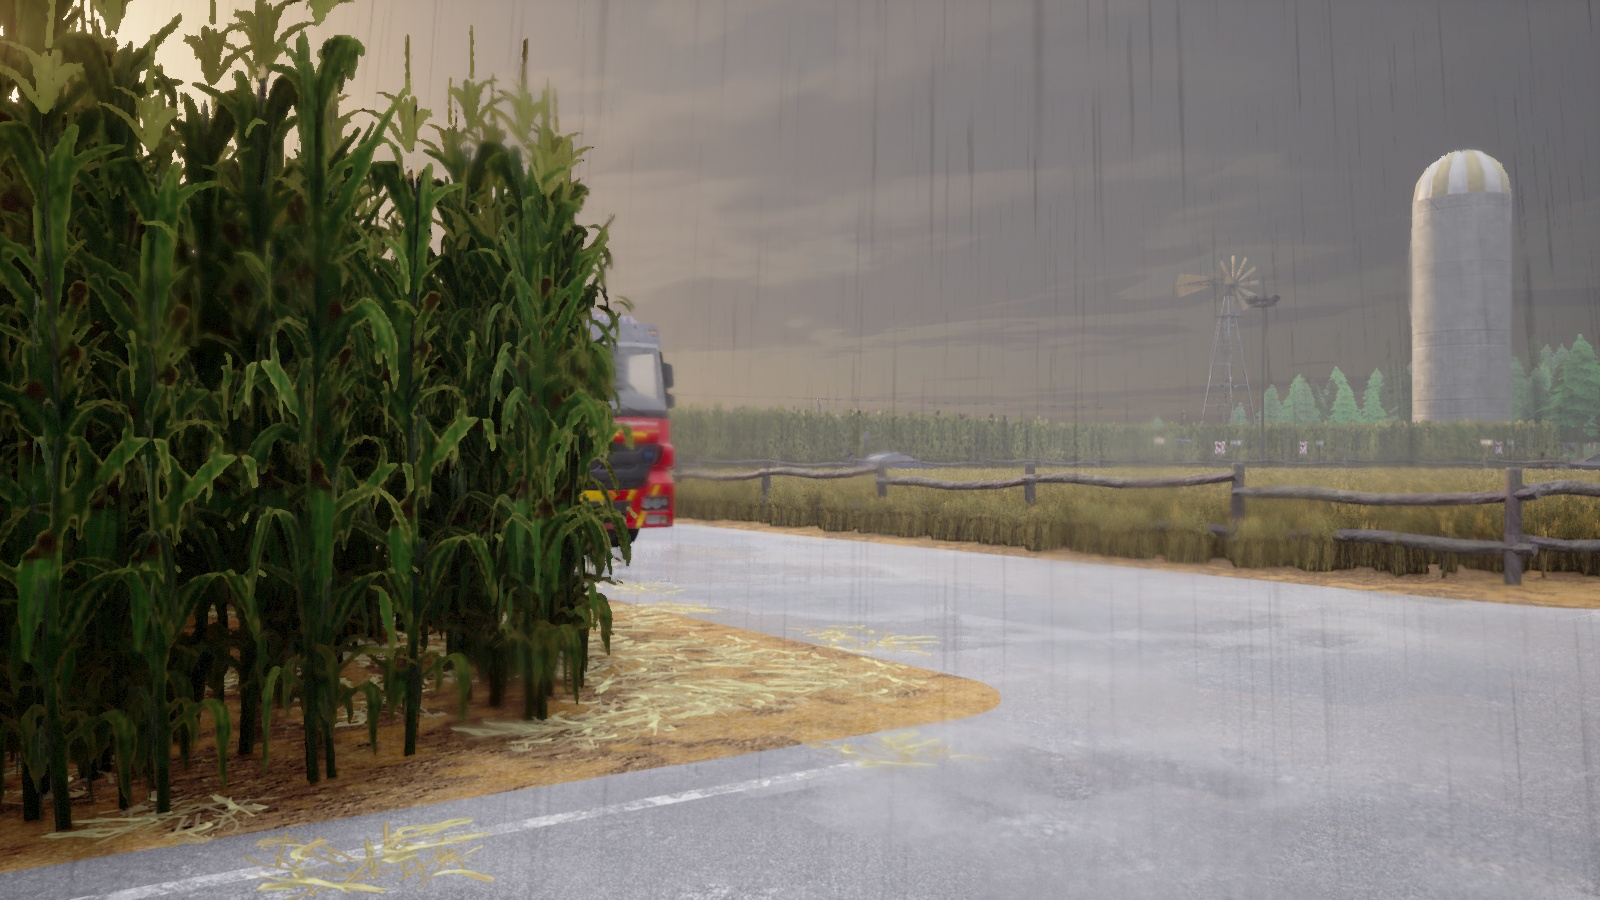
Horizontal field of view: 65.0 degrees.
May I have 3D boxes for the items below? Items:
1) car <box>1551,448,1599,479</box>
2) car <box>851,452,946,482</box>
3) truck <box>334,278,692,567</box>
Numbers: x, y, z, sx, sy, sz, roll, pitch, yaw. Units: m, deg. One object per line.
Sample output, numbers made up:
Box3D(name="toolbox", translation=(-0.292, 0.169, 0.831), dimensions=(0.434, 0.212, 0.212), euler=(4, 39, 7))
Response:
Box3D(name="car", translation=(44.025, 0.726, 68.454), dimensions=(2.033, 1.649, 4.856), euler=(0, 0, -38))
Box3D(name="car", translation=(4.991, 0.854, 63.141), dimensions=(4.674, 1.442, 1.812), euler=(0, 0, -34))
Box3D(name="truck", translation=(-5.172, -0.363, 20.987), dimensions=(2.891, 3.827, 8.468), euler=(0, 0, -35))
